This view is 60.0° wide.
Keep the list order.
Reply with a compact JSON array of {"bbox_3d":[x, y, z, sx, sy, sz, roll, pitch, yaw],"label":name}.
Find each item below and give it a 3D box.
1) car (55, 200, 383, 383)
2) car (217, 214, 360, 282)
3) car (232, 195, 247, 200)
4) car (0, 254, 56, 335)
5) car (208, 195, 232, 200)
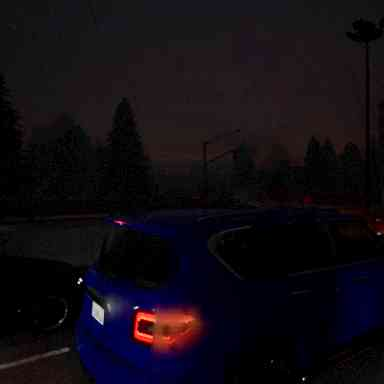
[{"bbox_3d":[1.312,1.205,4.663,5.566,2.045,2.150,-1,0,-35],"label":"car"},{"bbox_3d":[3.034,1.514,10.178,4.181,1.385,1.994,-1,0,-34],"label":"car"},{"bbox_3d":[6.373,1.235,50.544,1.882,1.535,5.008,-1,0,-35],"label":"car"},{"bbox_3d":[-3.813,1.564,5.318,4.181,1.385,1.994,0,0,-36],"label":"car"},{"bbox_3d":[3.392,1.347,48.701,1.994,1.385,4.181,-1,0,-35],"label":"car"}]
